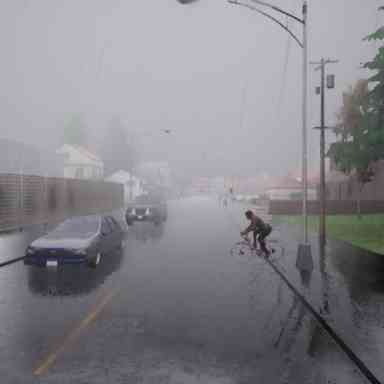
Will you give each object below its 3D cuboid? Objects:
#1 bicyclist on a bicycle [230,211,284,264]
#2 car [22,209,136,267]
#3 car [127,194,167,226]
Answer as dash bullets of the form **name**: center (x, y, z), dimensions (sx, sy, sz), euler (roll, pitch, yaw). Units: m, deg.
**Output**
- **bicyclist on a bicycle**: center (1.972, 1.394, 10.253), dimensions (1.656, 1.620, 0.582), euler (-4, 0, 3)
- **car**: center (-3.652, 1.541, 11.635), dimensions (2.033, 1.411, 5.357), euler (0, 0, 3)
- **car**: center (-3.072, 1.208, 23.509), dimensions (2.150, 2.045, 5.566), euler (0, 0, 3)
